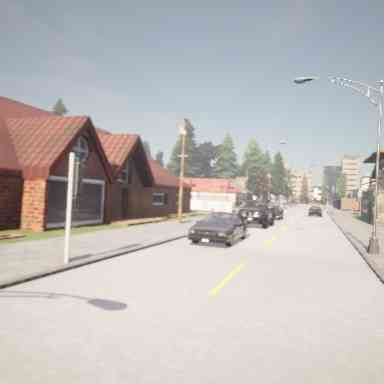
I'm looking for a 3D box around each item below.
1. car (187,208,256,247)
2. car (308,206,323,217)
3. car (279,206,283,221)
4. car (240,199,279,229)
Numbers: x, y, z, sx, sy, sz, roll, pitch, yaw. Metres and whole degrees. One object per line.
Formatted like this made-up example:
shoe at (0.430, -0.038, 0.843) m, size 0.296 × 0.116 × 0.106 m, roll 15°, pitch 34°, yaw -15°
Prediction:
car at (1.515, 1.712, 16.522) m, size 2.033 × 1.411 × 5.357 m, roll 3°, pitch 0°, yaw 21°
car at (17.532, 2.715, 47.287) m, size 2.033 × 1.411 × 5.357 m, roll 3°, pitch 0°, yaw 21°
car at (8.635, 2.142, 35.382) m, size 1.837 × 1.490 × 4.892 m, roll 3°, pitch 0°, yaw 21°
car at (5.095, 1.623, 26.017) m, size 2.150 × 2.045 × 5.566 m, roll 3°, pitch 0°, yaw 21°
